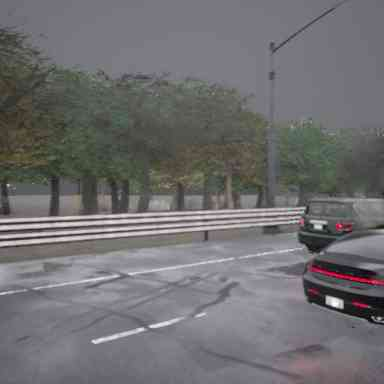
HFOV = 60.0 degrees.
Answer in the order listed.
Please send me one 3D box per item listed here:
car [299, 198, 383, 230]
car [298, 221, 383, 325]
[{"bbox_3d":[6.337,1.236,12.374,5.566,2.045,2.150,0,0,-34],"label":"car"},{"bbox_3d":[4.263,1.514,6.693,4.892,1.490,1.837,0,0,-35],"label":"car"}]
